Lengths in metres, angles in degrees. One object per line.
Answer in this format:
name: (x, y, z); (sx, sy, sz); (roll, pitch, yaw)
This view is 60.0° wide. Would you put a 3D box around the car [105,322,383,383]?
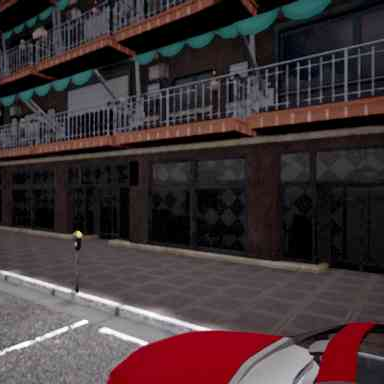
car: (1.155, 1.582, 2.060); (4.206, 1.307, 1.802); (0, 0, 35)
